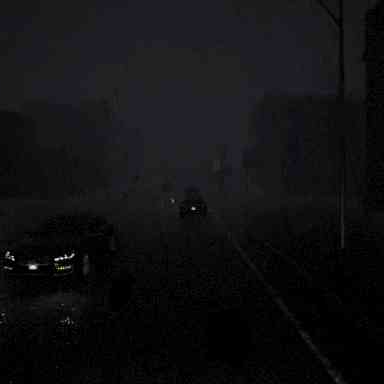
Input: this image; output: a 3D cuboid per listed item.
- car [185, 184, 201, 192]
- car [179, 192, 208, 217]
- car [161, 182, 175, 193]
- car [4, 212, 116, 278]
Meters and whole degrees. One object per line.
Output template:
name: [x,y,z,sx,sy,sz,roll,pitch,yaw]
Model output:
car: [0.098,-0.233,42.843,1.882,1.535,5.008,0,4,0]
car: [0.099,0.995,24.411,1.994,1.385,4.181,0,3,0]
car: [-3.581,-0.782,50.394,1.882,1.535,5.008,0,4,0]
car: [-3.600,1.406,9.947,1.837,1.490,4.892,0,1,0]
